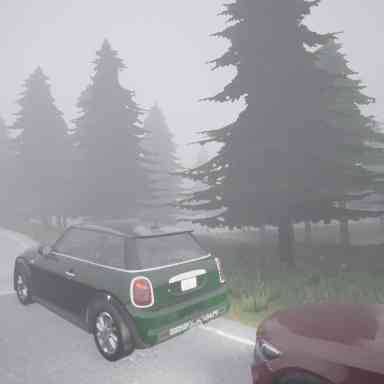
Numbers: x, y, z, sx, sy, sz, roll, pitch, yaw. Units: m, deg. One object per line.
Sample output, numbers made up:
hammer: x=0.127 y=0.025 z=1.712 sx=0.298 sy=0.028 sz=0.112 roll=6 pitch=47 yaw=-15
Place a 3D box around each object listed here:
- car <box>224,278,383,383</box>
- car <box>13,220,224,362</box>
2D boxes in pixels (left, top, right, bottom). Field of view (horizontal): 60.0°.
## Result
car: x=2.757 y=1.532 z=2.591 sx=4.674 sy=1.442 sz=1.812 roll=1 pitch=0 yaw=36
car: x=-1.576 y=1.309 z=6.208 sx=4.553 sy=1.767 sz=2.097 roll=1 pitch=1 yaw=44
